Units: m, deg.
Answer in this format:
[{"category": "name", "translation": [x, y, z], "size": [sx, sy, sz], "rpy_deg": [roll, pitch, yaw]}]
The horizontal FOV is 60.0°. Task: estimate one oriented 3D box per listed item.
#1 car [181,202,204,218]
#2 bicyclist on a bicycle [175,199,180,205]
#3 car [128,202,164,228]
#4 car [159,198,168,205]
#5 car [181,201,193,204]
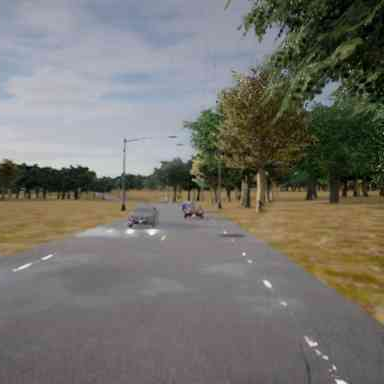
[{"category": "car", "translation": [0.122, 1.957, 33.862], "size": [1.895, 1.301, 4.718], "rpy_deg": [1, -1, -2]}, {"category": "bicyclist on a bicycle", "translation": [-3.437, 2.701, 87.048], "size": [0.866, 1.612, 1.509], "rpy_deg": [1, -1, -8]}, {"category": "car", "translation": [-3.372, 1.694, 24.016], "size": [1.837, 1.490, 4.892], "rpy_deg": [1, -1, -1]}, {"category": "car", "translation": [-6.569, 2.158, 76.336], "size": [1.882, 1.535, 5.008], "rpy_deg": [1, -1, -6]}, {"category": "car", "translation": [-0.556, 2.027, 48.697], "size": [1.882, 1.535, 5.008], "rpy_deg": [1, -1, -3]}]
